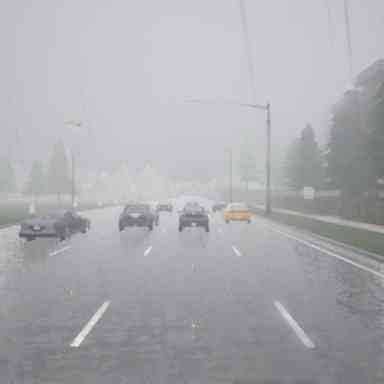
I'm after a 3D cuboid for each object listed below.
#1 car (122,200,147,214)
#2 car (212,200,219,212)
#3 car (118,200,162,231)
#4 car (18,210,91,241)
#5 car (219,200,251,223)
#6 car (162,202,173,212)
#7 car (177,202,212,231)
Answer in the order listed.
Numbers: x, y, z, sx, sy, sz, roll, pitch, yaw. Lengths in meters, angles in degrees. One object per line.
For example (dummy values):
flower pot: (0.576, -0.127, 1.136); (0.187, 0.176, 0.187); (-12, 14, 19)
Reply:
car: (-6.892, 1.760, 40.199); (2.128, 1.511, 4.902); (0, 0, 0)
car: (3.584, 1.813, 43.387); (1.812, 1.442, 4.674); (0, 0, 0)
car: (-3.392, 1.498, 21.954); (2.097, 1.767, 4.553); (0, 0, 0)
car: (-6.893, 1.663, 17.284); (2.033, 1.411, 5.357); (0, 0, 0)
car: (3.528, 1.658, 27.082); (1.882, 1.535, 5.008); (0, 0, 0)
car: (-3.388, 1.882, 42.209); (1.895, 1.301, 4.718); (0, 0, 0)
car: (0.110, 1.651, 21.846); (1.837, 1.490, 4.892); (0, 0, 0)
